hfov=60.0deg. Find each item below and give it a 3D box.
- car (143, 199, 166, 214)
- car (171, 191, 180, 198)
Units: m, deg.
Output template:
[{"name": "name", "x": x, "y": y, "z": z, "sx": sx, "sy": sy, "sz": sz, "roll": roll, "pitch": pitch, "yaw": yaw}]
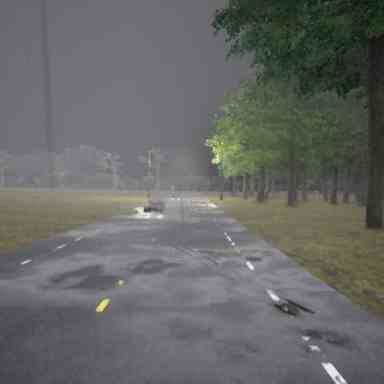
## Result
[{"name": "car", "x": -3.606, "y": 1.365, "z": 32.926, "sx": 2.033, "sy": 1.411, "sz": 5.357, "roll": 0, "pitch": 1, "yaw": 0}, {"name": "car", "x": -3.518, "y": 0.545, "z": 73.384, "sx": 2.033, "sy": 1.411, "sz": 5.357, "roll": 0, "pitch": 1, "yaw": 0}]
